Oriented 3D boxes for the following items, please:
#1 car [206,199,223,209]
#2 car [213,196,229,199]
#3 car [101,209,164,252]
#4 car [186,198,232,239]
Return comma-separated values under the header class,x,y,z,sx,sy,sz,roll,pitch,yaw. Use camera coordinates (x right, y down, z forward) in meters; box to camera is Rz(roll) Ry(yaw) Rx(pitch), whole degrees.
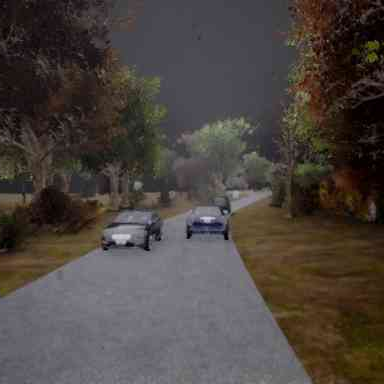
class,x,y,z,sx,sy,sz,roll,pitch,yaw
car,3.877,2.023,56.934,2.128,1.511,4.902,2,0,13
car,3.570,1.565,40.458,2.150,2.045,5.566,0,-1,10
car,-2.344,1.507,14.100,2.128,1.511,4.902,0,0,4
car,0.883,1.403,17.989,2.097,1.767,4.553,0,0,4
